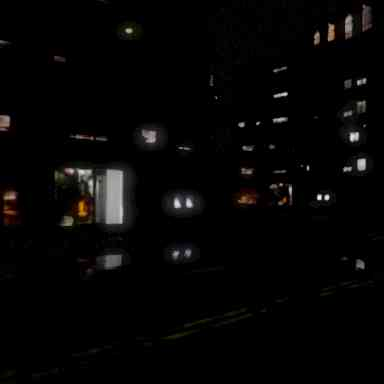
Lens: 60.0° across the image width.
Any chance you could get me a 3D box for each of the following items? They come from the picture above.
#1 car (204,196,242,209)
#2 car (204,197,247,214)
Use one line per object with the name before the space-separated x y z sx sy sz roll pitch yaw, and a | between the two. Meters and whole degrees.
car | 3.855 1.292 41.818 4.403 1.369 2.008 2 -1 37
car | 3.160 1.330 31.823 4.403 1.369 2.008 2 -1 37
